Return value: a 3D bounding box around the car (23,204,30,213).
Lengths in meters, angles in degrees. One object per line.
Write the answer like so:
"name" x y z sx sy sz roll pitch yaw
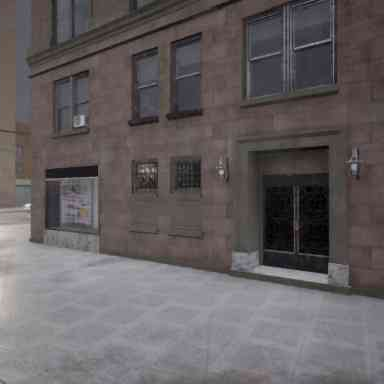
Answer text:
"car" -15.702 1.438 35.851 1.812 1.442 4.674 0 0 35
